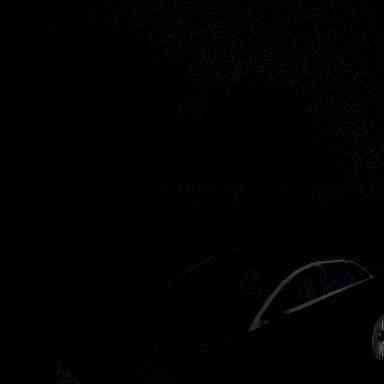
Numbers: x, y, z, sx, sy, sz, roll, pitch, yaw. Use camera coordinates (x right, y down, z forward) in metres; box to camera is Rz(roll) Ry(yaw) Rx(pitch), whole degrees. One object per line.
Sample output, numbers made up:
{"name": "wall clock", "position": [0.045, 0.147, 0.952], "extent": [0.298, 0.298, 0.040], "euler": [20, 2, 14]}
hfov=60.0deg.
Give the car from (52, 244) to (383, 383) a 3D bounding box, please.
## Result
{"name": "car", "position": [0.859, 1.503, 4.226], "extent": [4.902, 1.511, 2.128], "euler": [0, 0, -38]}
